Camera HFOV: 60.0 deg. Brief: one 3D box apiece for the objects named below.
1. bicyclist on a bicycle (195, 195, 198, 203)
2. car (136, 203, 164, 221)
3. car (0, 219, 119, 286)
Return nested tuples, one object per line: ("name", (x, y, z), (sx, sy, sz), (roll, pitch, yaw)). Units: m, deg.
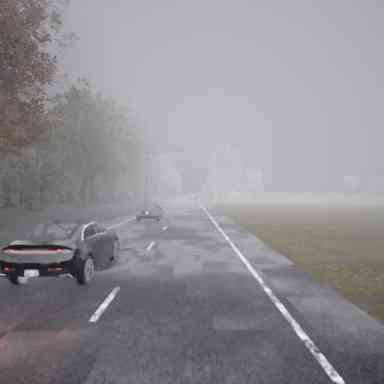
("bicyclist on a bicycle", (0.958, 1.609, 74.341), (0.659, 1.776, 1.843), (0, 0, 0))
("car", (-3.402, 1.635, 27.660), (2.033, 1.411, 5.357), (0, 0, 0))
("car", (-3.408, 1.522, 9.504), (2.128, 1.511, 4.902), (0, 0, 0))
